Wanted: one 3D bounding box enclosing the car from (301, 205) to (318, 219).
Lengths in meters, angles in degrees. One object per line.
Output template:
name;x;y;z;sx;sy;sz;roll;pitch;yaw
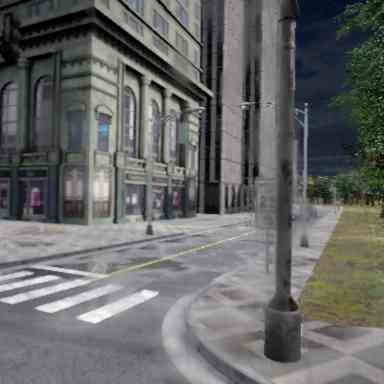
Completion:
car;18.011;3.079;51.290;2.150;2.045;5.566;1;-1;25

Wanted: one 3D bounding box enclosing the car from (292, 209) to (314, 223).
car;13.784;3.154;42.023;1.895;1.301;4.718;1;-1;25
